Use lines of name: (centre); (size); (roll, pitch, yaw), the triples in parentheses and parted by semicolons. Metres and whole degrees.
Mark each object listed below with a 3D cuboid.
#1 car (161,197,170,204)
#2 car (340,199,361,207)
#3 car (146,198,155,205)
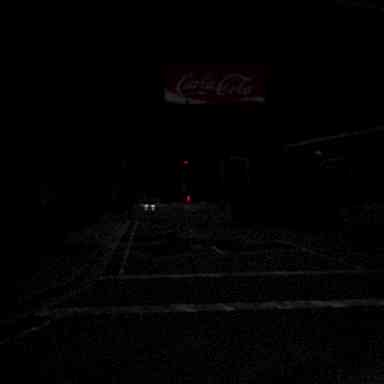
car: (-6.230, 1.979, 76.902); (1.812, 1.442, 4.674); (0, -1, -8)
car: (30.704, 2.051, 64.626); (2.007, 1.523, 4.514); (0, -1, -8)
car: (-9.368, 2.109, 74.098); (1.812, 1.442, 4.674); (0, -1, -8)
